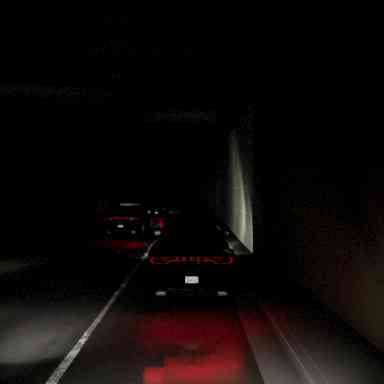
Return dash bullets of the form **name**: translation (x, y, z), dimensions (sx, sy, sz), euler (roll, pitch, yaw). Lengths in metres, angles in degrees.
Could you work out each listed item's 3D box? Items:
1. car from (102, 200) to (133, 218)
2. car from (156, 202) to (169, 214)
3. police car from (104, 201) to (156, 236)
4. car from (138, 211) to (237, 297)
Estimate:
- **car**: translation (-6.804, 1.526, 30.885), dimensions (1.812, 1.442, 4.674), euler (0, 0, 0)
- **car**: translation (-3.298, 1.601, 33.036), dimensions (1.895, 1.301, 4.718), euler (0, 0, 0)
- **police car**: translation (-3.396, 1.425, 18.394), dimensions (1.930, 1.638, 5.238), euler (0, 0, 0)
- **car**: translation (-0.006, 1.477, 8.650), dimensions (1.882, 1.535, 5.008), euler (0, 0, 0)
